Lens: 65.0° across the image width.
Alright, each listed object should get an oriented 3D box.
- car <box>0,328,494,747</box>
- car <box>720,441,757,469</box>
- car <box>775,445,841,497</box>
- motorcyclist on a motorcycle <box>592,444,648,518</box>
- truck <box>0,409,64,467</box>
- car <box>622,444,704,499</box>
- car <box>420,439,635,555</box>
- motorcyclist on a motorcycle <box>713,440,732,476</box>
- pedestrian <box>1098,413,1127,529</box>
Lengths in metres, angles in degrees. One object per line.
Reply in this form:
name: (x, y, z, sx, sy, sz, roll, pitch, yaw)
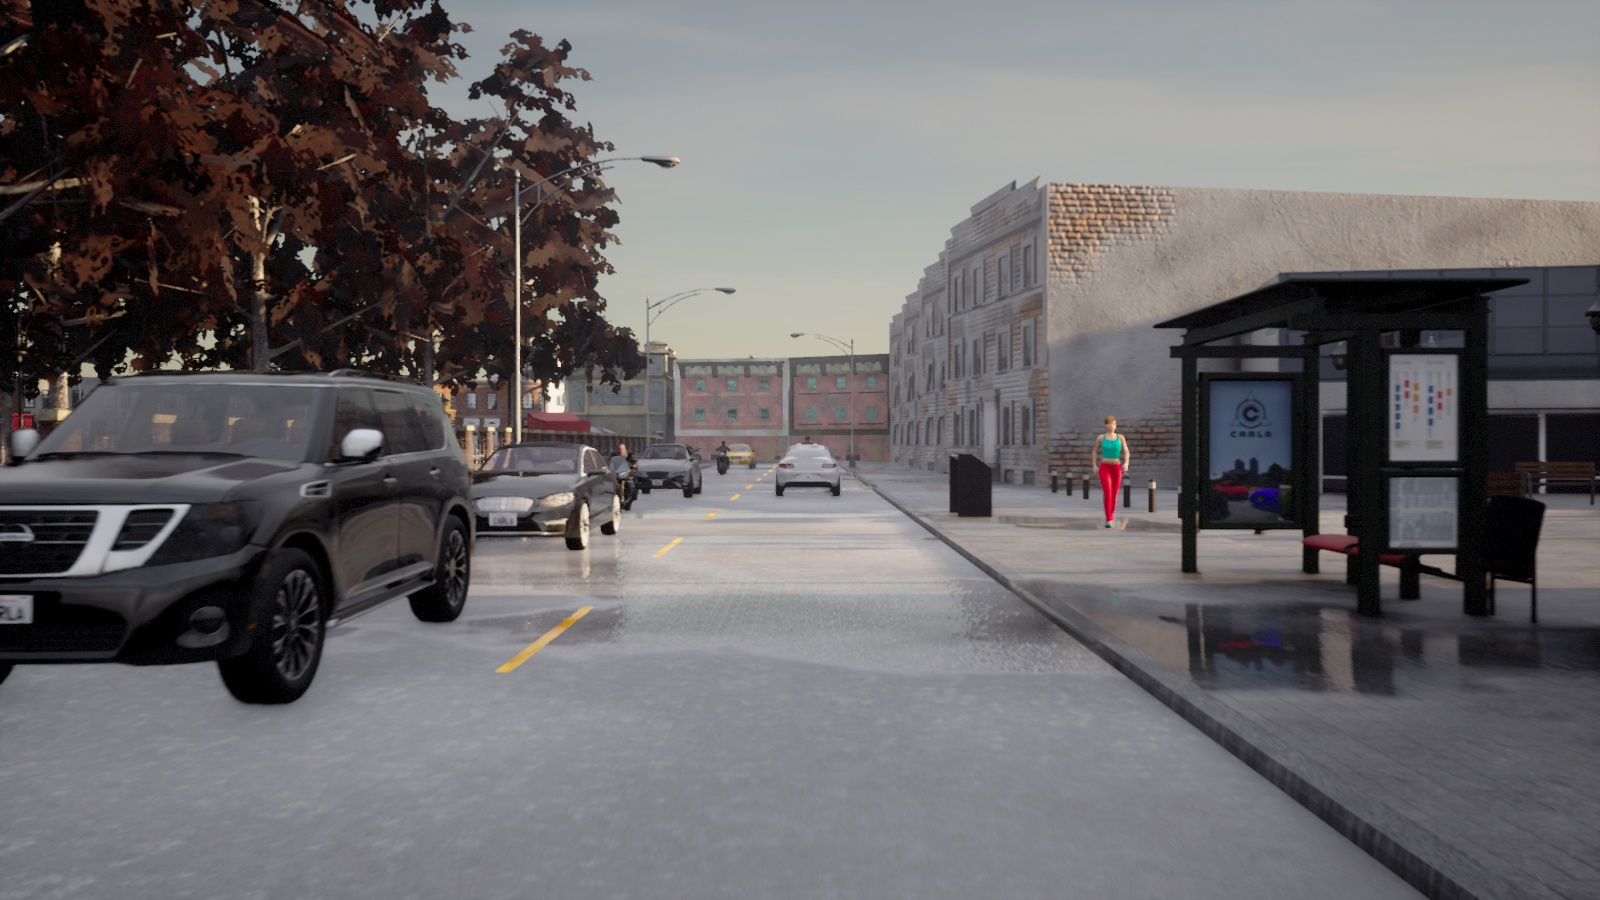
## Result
car: (-3.936, 0.412, 8.919, 2.150, 2.045, 5.566, 0, 0, 0)
car: (-3.582, 0.267, 73.809, 1.801, 1.575, 5.366, 0, 0, 1)
car: (0.231, 0.563, 37.072, 1.812, 1.442, 4.674, 0, 0, 0)
motorcyclist on a motorcycle: (-3.828, 0.627, 26.868, 0.866, 1.530, 2.191, 0, 0, 0)
truck: (-48.825, -0.708, 76.842, 2.891, 3.462, 7.936, 0, 0, 0)
car: (-3.779, 0.558, 35.324, 1.816, 1.474, 4.193, 0, 0, 0)
car: (-3.875, 0.593, 18.820, 2.128, 1.511, 4.902, 0, 0, 0)
motorcyclist on a motorcycle: (-3.666, 0.358, 59.513, 0.766, 1.649, 2.350, 0, 0, 0)
pedestrian: (5.027, 0.331, 20.229, 0.345, 1.836, 0.594, 0, 0, 3)
